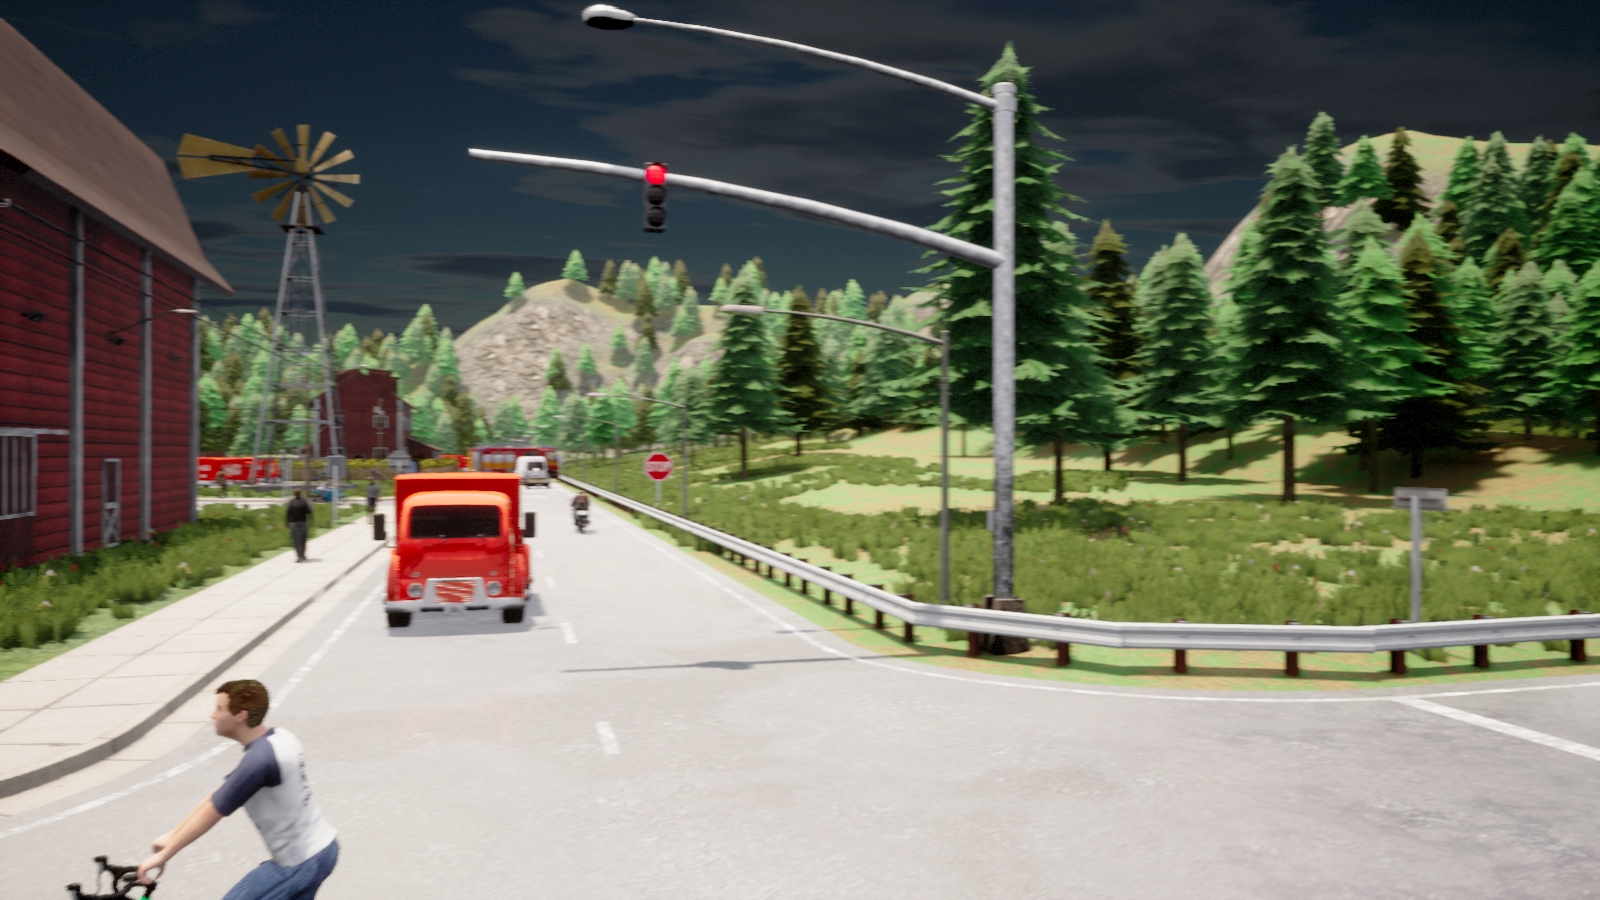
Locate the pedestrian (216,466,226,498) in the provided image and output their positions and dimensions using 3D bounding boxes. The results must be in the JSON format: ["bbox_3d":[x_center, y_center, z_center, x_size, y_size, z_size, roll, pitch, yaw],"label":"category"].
[{"bbox_3d":[-34.030,1.898,67.125,0.375,1.860,0.375,0,0,7],"label":"pedestrian"}]

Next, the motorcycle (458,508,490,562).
[{"bbox_3d":[-8.812,2.275,30.967,0.764,1.277,2.356,0,0,-14],"label":"motorcycle"}]

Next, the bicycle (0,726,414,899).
[{"bbox_3d":[-2.572,2.059,5.018,1.643,1.496,0.373,0,0,-16],"label":"bicycle"}]

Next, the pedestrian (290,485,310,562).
[{"bbox_3d":[-12.201,1.786,27.880,0.375,1.860,0.375,0,0,-16],"label":"pedestrian"}]

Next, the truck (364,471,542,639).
[{"bbox_3d":[-6.017,1.638,20.194,2.627,2.467,5.204,0,0,-15],"label":"truck"}]

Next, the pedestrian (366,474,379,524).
[{"bbox_3d":[-16.038,1.835,42.844,0.375,1.860,0.375,0,0,-5],"label":"pedestrian"}]
